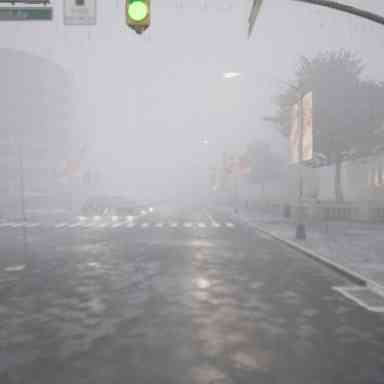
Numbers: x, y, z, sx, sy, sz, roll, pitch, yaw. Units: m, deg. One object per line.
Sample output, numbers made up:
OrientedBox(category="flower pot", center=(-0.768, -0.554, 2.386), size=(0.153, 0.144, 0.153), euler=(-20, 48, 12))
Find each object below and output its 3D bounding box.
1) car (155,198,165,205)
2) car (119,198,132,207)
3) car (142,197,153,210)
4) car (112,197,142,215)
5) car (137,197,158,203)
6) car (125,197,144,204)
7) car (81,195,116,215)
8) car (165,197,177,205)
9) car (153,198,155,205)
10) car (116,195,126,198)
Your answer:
OrientedBox(category="car", center=(-7.574, 1.953, 67.056), size=(1.895, 1.301, 4.718), euler=(0, 0, -25))
OrientedBox(category="car", center=(-11.649, 1.852, 57.882), size=(2.033, 1.411, 5.357), euler=(0, 0, -14))
OrientedBox(category="car", center=(-7.106, 1.722, 46.404), size=(1.882, 1.535, 5.008), euler=(0, 0, 0))
OrientedBox(category="car", center=(-7.103, 1.672, 36.859), size=(1.882, 1.535, 5.008), euler=(0, 0, 0))
OrientedBox(category="car", center=(-10.396, 1.889, 77.876), size=(2.033, 1.411, 5.357), euler=(0, 0, -43))
OrientedBox(category="car", center=(-13.123, 1.825, 75.682), size=(1.882, 1.535, 5.008), euler=(0, 0, -43))
OrientedBox(category="car", center=(-10.600, 1.419, 37.395), size=(2.150, 2.045, 5.566), euler=(0, 0, 0))
OrientedBox(category="car", center=(-4.919, 1.720, 69.542), size=(2.097, 1.767, 4.553), euler=(0, 0, -29))
OrientedBox(category="car", center=(-7.716, 1.897, 56.338), size=(1.895, 1.301, 4.718), euler=(0, 0, -10))
OrientedBox(category="car", center=(-10.584, 1.472, 47.486), size=(2.150, 2.045, 5.566), euler=(0, 0, 0))
